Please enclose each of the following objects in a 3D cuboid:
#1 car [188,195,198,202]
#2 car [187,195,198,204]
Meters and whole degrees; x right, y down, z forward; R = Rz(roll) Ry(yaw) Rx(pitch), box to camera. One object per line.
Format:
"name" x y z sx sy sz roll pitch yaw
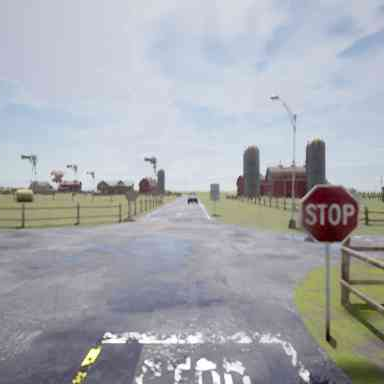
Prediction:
"car" 0.171 1.298 71.626 1.994 1.385 4.181 0 0 0
"car" 0.146 1.402 61.204 1.882 1.535 5.008 0 0 0
